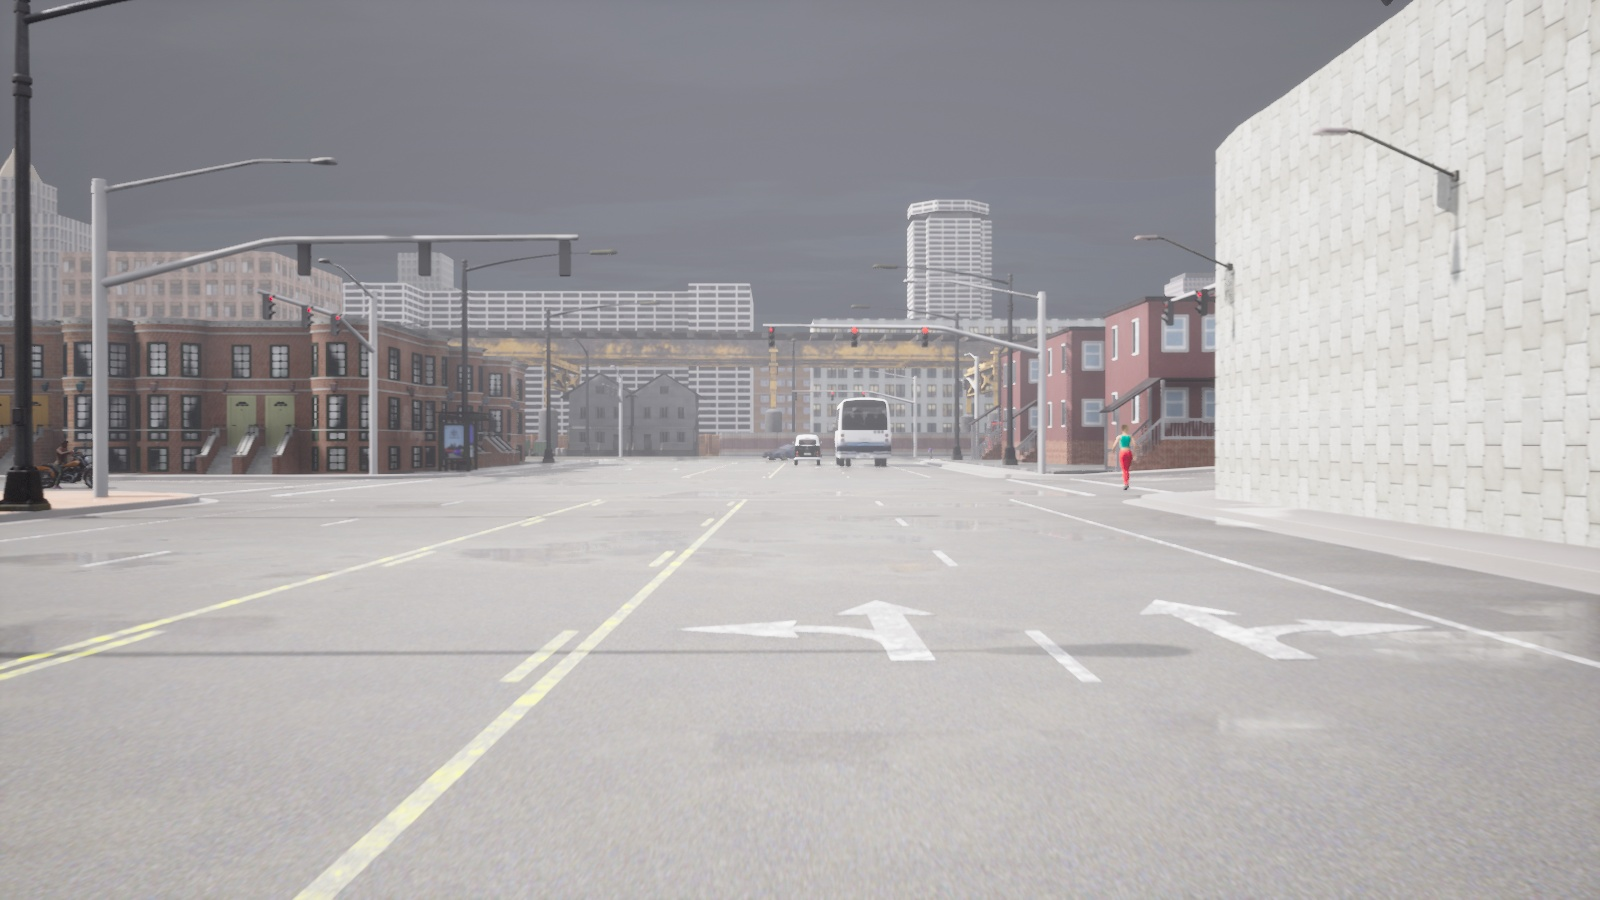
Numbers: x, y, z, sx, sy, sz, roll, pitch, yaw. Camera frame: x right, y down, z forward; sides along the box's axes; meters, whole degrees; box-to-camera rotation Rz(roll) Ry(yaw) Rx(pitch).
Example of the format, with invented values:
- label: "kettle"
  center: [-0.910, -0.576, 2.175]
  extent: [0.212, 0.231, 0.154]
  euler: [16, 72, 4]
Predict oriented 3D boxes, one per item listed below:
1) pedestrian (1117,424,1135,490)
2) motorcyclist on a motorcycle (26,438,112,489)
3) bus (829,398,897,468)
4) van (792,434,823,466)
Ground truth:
- label: "pedestrian"
  center: [9.081, 0.187, 34.955]
  extent: [0.345, 1.836, 0.594]
  euler: [0, 0, 1]
- label: "motorcyclist on a motorcycle"
  center: [-23.925, 0.446, 41.126]
  extent: [2.350, 1.649, 0.766]
  euler: [0, 0, 0]
- label: "bus"
  center: [3.981, -1.087, 81.703]
  extent: [3.944, 4.253, 10.273]
  euler: [0, 0, 0]
- label: "van"
  center: [0.494, -0.003, 84.061]
  extent: [2.069, 2.038, 4.480]
  euler: [0, 0, 0]
